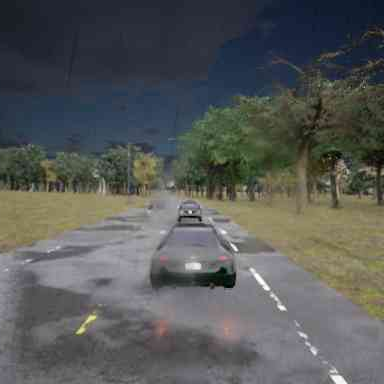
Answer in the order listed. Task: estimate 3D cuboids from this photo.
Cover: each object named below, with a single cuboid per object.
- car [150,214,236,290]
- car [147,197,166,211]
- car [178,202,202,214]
[{"bbox_3d":[0.027,1.541,9.078,1.994,1.385,4.181,0,0,0],"label":"car"},{"bbox_3d":[-4.203,1.401,39.714,1.837,1.490,4.892,-2,-1,-2],"label":"car"},{"bbox_3d":[-0.178,1.467,26.511,2.033,1.411,5.357,0,1,-1],"label":"car"}]
